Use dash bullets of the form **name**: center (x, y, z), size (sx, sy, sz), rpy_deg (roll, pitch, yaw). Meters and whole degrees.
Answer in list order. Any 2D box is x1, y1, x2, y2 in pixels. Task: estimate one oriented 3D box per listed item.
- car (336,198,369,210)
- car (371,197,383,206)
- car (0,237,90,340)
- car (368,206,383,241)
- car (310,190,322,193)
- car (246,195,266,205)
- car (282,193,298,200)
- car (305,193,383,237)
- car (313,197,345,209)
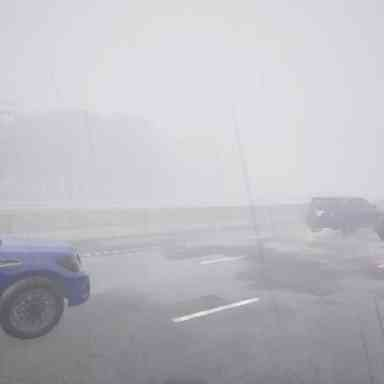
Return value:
- **car**: center (22.022, 1.569, 45.565), size (4.892, 1.490, 1.837), rpy_deg (0, 0, -36)
- **car**: center (33.110, 1.571, 57.823), size (4.181, 1.385, 1.994), rpy_deg (-1, 0, -36)
- **car**: center (-4.435, 1.220, 4.880), size (5.566, 2.045, 2.150), rpy_deg (0, 0, -36)
- **car**: center (10.524, 1.531, 15.551), size (4.892, 1.490, 1.837), rpy_deg (0, 0, -36)
- **car**: center (30.115, 0.261, 80.898), size (2.128, 1.511, 4.902), rpy_deg (0, 3, 40)
- **car**: center (10.906, 1.257, 56.211), size (1.882, 1.535, 5.008), rpy_deg (0, 1, 35)
- **car**: center (20.186, 0.959, 68.717), size (1.895, 1.301, 4.718), rpy_deg (0, 2, 37)
- **car**: center (8.634, 1.247, 18.501), size (5.566, 2.045, 2.150), rpy_deg (0, 0, -36)
- **car**: center (19.952, 1.555, 48.385), size (4.902, 1.511, 2.128), rpy_deg (0, 0, -36)
